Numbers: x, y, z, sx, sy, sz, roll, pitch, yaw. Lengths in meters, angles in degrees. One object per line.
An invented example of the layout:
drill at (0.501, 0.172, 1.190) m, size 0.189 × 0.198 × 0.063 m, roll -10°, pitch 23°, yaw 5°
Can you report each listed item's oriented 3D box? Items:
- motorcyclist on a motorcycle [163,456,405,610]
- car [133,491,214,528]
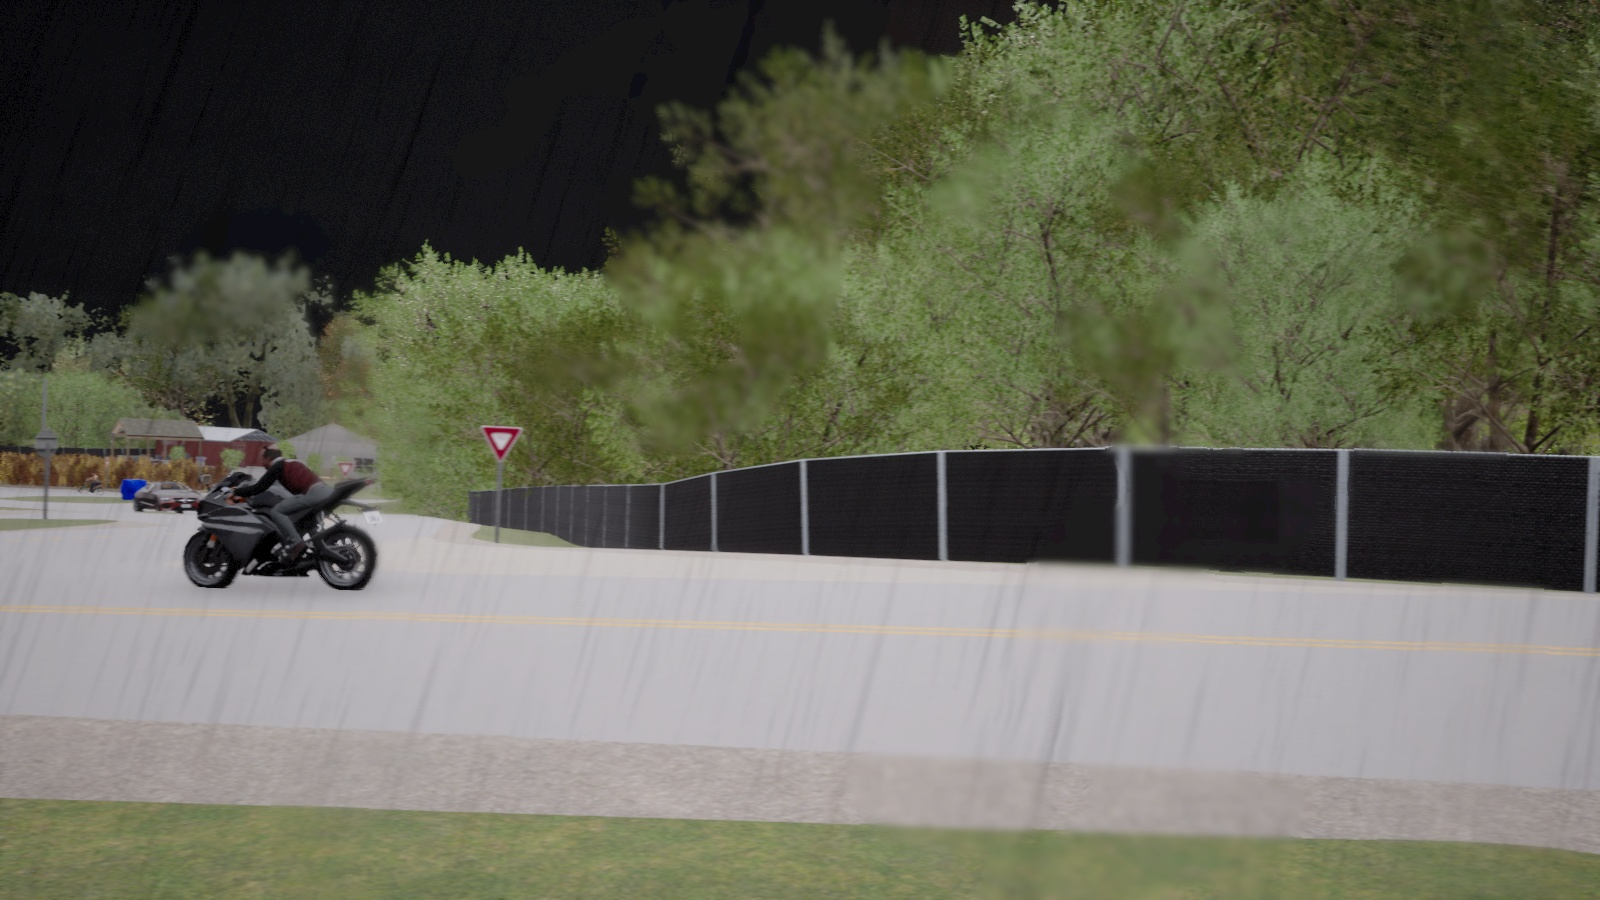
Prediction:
motorcyclist on a motorcycle at (-5.367, 0.854, 13.118) m, size 2.191 × 1.530 × 0.866 m, roll -1°, pitch 0°, yaw 10°
car at (-29.914, 2.813, 59.899) m, size 2.152 × 1.651 × 5.027 m, roll 1°, pitch -2°, yaw -43°
